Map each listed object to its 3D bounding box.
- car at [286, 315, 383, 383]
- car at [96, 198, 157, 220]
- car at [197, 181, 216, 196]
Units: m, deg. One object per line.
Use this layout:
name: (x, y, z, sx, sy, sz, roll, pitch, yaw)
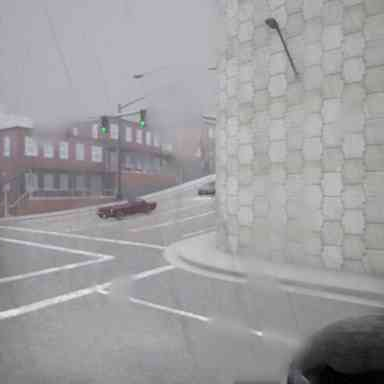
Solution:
car: (3.004, 1.491, 1.820, 4.902, 1.511, 2.128, 0, 0, 36)
car: (-4.851, 1.192, 24.949, 1.895, 1.301, 4.718, 0, 5, 35)
car: (2.297, -0.476, 35.029, 1.994, 1.385, 4.181, 0, 10, 35)
